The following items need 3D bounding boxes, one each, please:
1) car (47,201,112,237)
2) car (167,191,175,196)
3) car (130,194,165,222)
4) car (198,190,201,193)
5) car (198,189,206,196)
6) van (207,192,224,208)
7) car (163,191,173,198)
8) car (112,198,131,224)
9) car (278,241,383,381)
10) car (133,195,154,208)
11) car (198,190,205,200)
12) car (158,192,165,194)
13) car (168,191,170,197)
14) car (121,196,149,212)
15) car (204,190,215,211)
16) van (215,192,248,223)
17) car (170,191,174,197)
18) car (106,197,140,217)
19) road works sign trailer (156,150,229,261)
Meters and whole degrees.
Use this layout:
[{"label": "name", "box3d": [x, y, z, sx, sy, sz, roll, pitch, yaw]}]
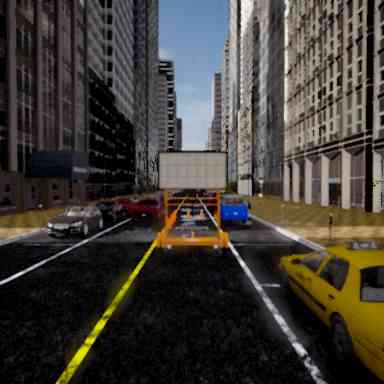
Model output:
[{"label": "car", "box3d": [-5.694, 1.349, 16.658, 2.008, 1.369, 4.403, -1, 1, 0]}, {"label": "car", "box3d": [-5.676, 0.437, 90.370, 1.752, 1.417, 4.829, -1, 1, 0]}, {"label": "car", "box3d": [-3.094, 1.190, 23.861, 1.882, 1.535, 5.008, 0, 1, 0]}, {"label": "car", "box3d": [2.700, 0.293, 84.852, 2.192, 1.841, 5.009, -1, 1, 0]}, {"label": "car", "box3d": [2.702, 0.224, 90.535, 2.192, 1.841, 5.009, -1, 1, 0]}, {"label": "van", "box3d": [2.690, 0.867, 39.386, 1.690, 1.788, 3.998, -1, 1, 0]}, {"label": "car", "box3d": [-5.680, 0.487, 79.172, 1.967, 1.590, 4.097, -1, 1, 0]}, {"label": "car", "box3d": [-5.693, 1.296, 22.341, 1.947, 1.339, 4.313, -1, 1, 0]}, {"label": "car", "box3d": [2.684, 1.458, 5.459, 1.752, 1.417, 4.829, -1, 1, 0]}, {"label": "car", "box3d": [-5.688, 1.108, 39.391, 1.802, 1.307, 4.206, -1, 1, 0]}, {"label": "car", "box3d": [2.697, 0.803, 62.121, 2.008, 1.369, 4.403, -1, 1, 0]}, {"label": "car", "box3d": [-5.686, 0.940, 50.757, 2.008, 1.369, 4.403, -1, 1, 0]}, {"label": "car", "box3d": [-5.683, 0.803, 62.123, 2.008, 1.369, 4.403, -1, 1, 0]}, {"label": "car", "box3d": [-5.691, 1.145, 33.707, 2.008, 1.369, 4.403, -1, 1, 0]}, {"label": "car", "box3d": [2.688, 0.909, 33.703, 2.192, 1.841, 5.009, -1, 1, 0]}, {"label": "van", "box3d": [2.686, 1.071, 22.336, 1.690, 1.788, 3.998, -1, 1, 0]}, {"label": "car", "box3d": [-5.680, 0.697, 73.490, 1.802, 1.307, 4.206, -1, 1, 0]}, {"label": "car", "box3d": [-5.691, 1.207, 28.024, 1.887, 1.381, 4.507, -1, 1, 0]}, {"label": "road works sign trailer", "box3d": [0.022, 0.322, 11.699, 2.380, 3.560, 2.880, 0, 1, 0]}]
